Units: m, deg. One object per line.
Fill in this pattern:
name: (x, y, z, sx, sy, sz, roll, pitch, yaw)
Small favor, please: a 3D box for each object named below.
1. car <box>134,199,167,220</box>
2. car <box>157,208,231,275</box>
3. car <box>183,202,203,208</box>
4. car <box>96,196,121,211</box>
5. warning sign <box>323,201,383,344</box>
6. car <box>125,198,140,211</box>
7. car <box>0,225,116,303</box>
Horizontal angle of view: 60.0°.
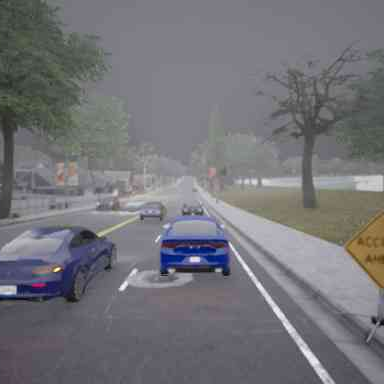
car: (-3.187, 1.560, 27.901, 2.033, 1.411, 5.357, 0, 0, 0)
car: (0.078, 1.491, 10.560, 1.882, 1.535, 5.008, 0, 0, 0)
car: (0.064, 1.605, 30.964, 1.895, 1.301, 4.718, 0, 0, 0)
car: (-9.880, 1.307, 39.504, 2.097, 1.767, 4.553, 0, 0, 0)
warning sign: (2.883, 1.125, 5.000, 1.300, 1.860, 1.060, 2, 2, 0)
car: (-6.630, 1.483, 39.246, 1.812, 1.442, 4.674, 0, 0, 0)
car: (-3.197, 1.536, 8.104, 1.812, 1.442, 4.674, 0, 0, 0)
